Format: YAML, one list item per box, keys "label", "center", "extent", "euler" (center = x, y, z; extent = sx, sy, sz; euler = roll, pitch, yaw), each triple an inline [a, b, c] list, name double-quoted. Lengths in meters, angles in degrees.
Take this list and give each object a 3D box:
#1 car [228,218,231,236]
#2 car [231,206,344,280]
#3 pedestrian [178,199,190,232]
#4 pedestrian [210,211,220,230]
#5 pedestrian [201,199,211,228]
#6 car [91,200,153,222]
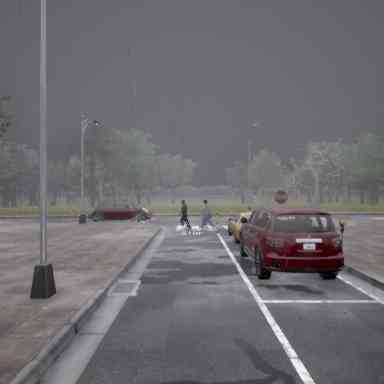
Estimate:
- label: "car"
  center: [2.658, 1.525, 15.602]
  extent: [1.752, 1.417, 4.829]
  euler: [0, 0, 0]
- label: "car"
  center: [2.650, 1.314, 9.886]
  extent: [2.192, 1.841, 5.009]
  euler: [0, 0, 0]
- label: "pedestrian"
  center: [-0.431, 1.293, 18.869]
  extent: [0.375, 1.860, 0.375]
  euler: [0, 0, 0]
- label: "pedestrian"
  center: [1.479, 1.673, 19.377]
  extent: [0.500, 1.100, 0.500]
  euler: [0, 0, 0]
- label: "pedestrian"
  center: [0.883, 1.293, 20.067]
  extent: [0.375, 1.860, 0.375]
  euler: [0, 0, 0]
- label: "car"
  center: [-5.341, 1.389, 25.627]
  extent: [4.553, 1.767, 2.097]
  euler: [-1, 0, 0]
